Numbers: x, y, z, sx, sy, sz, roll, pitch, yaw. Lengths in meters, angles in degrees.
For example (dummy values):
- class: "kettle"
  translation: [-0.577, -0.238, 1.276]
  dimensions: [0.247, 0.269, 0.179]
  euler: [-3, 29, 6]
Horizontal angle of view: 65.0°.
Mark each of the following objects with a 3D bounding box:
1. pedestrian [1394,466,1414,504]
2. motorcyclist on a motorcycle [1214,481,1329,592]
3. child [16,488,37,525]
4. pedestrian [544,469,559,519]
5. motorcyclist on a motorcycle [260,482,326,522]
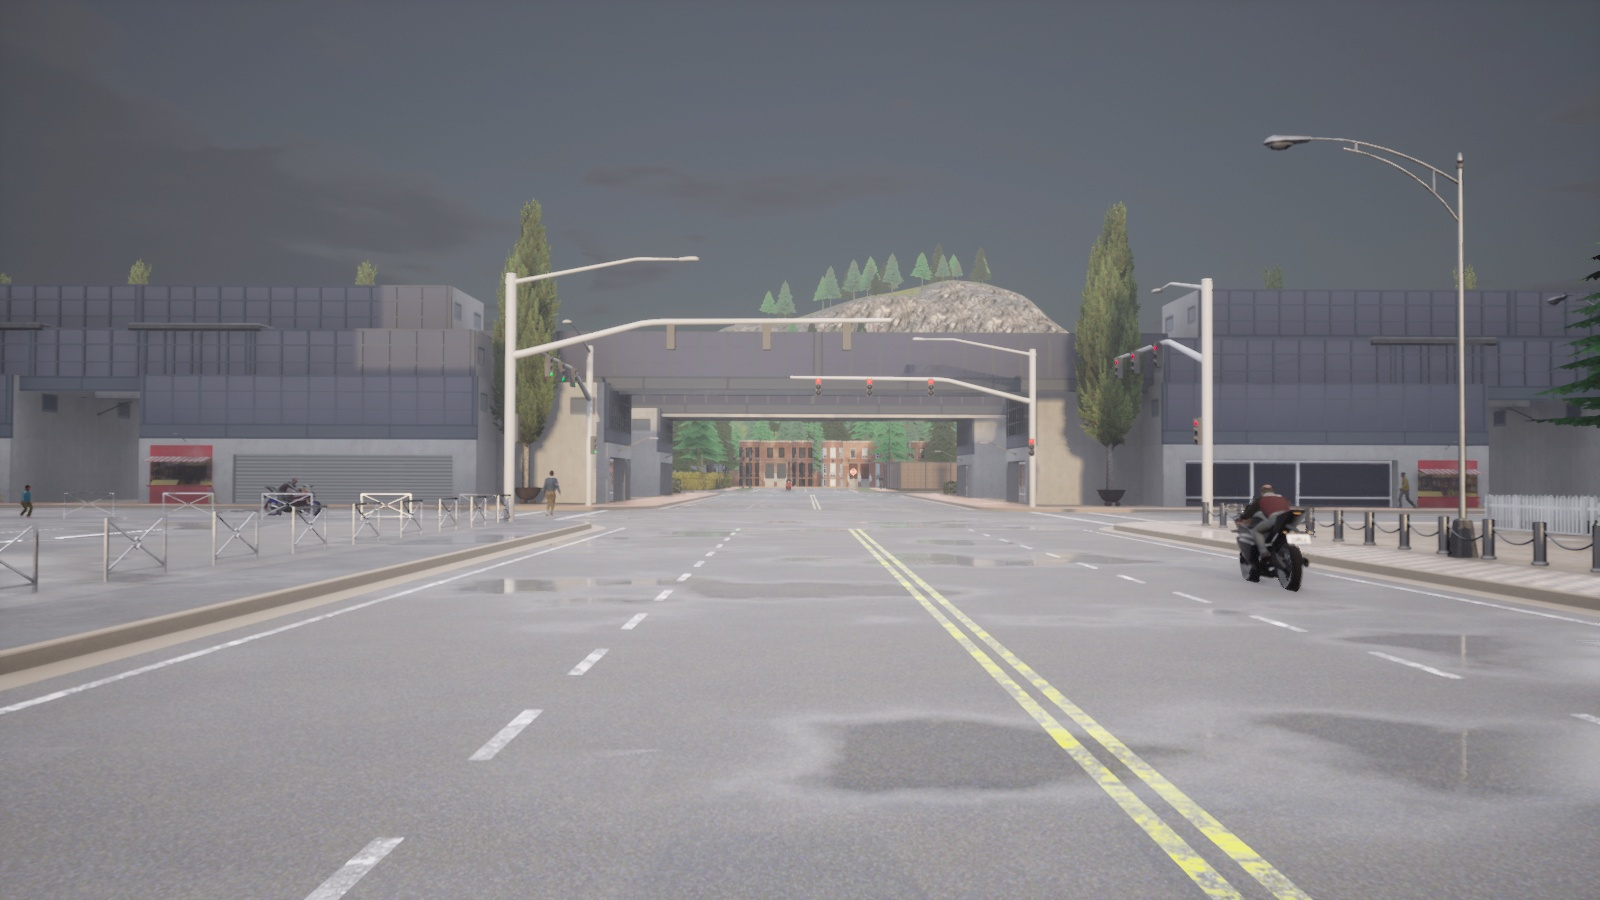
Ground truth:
- class: "pedestrian"
  translation: [29.117, 1.680, 60.528]
  dimensions: [0.709, 1.840, 0.431]
  euler: [0, -1, 0]
- class: "motorcyclist on a motorcycle"
  translation: [6.953, 1.236, 18.667]
  dimensions: [0.866, 1.530, 2.191]
  euler: [0, -1, 0]
- class: "child"
  translation: [-25.258, 1.855, 41.016]
  dimensions: [0.448, 1.192, 0.343]
  euler: [-1, -1, 13]
- class: "pedestrian"
  translation: [-9.614, 1.702, 48.670]
  dimensions: [0.423, 1.949, 0.788]
  euler: [0, -1, 0]
- class: "motorcyclist on a motorcycle"
  translation: [-19.612, 1.993, 48.579]
  dimensions: [2.191, 1.530, 0.866]
  euler: [0, -1, 1]
